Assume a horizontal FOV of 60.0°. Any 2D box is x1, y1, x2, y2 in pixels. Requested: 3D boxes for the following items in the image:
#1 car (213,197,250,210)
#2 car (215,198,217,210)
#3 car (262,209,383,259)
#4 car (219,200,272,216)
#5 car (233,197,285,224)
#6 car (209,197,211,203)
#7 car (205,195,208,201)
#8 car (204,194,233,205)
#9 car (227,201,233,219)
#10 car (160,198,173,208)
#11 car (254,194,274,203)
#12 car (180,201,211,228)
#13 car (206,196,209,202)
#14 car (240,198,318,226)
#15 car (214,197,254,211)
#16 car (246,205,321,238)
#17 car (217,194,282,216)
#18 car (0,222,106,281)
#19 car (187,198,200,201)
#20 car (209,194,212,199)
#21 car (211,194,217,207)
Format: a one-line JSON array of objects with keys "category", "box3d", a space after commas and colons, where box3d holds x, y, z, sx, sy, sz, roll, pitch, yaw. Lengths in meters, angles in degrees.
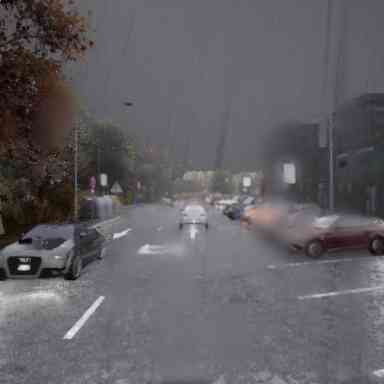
[{"category": "car", "box3d": [5.431, 1.534, 45.636, 4.553, 1.767, 2.185, 1, -1, -20]}, {"category": "car", "box3d": [5.218, 1.577, 30.562, 5.366, 1.575, 1.946, 1, 0, -20]}, {"category": "car", "box3d": [5.322, 1.558, 12.617, 4.674, 1.452, 2.002, 1, 0, -20]}, {"category": "car", "box3d": [5.378, 1.626, 33.619, 4.792, 1.488, 2.163, 1, 0, -20]}, {"category": "car", "box3d": [5.384, 1.422, 21.630, 4.553, 1.767, 2.185, 1, 0, -20]}, {"category": "car", "box3d": [5.475, 1.719, 48.644, 4.674, 1.452, 2.002, 1, 0, -20]}, {"category": "car", "box3d": [5.337, 1.767, 63.600, 5.366, 1.575, 1.946, 1, 0, -20]}, {"category": "car", "box3d": [5.537, 1.560, 69.694, 5.566, 2.045, 2.435, 1, -1, -20]}, {"category": "car", "box3d": [5.361, 1.598, 24.626, 4.674, 1.452, 2.002, 1, -1, -20]}, {"category": "car", "box3d": [-3.986, 1.746, 53.051, 1.812, 1.442, 4.674, 0, -1, 0]}, {"category": "car", "box3d": [18.533, 1.670, 85.661, 2.435, 2.045, 5.566, 0, 0, -21]}, {"category": "car", "box3d": [0.138, 1.591, 22.752, 1.812, 1.442, 4.674, 0, 0, 0]}, {"category": "car", "box3d": [5.487, 1.716, 54.656, 5.008, 1.535, 2.097, 1, -1, -20]}, {"category": "car", "box3d": [5.372, 1.411, 18.629, 4.553, 1.767, 2.185, 1, 0, -20]}, {"category": "car", "box3d": [5.418, 1.517, 42.635, 4.553, 1.767, 2.185, 1, -1, -20]}, {"category": "car", "box3d": [5.301, 1.556, 15.608, 4.792, 1.488, 2.163, 1, 0, -20]}, {"category": "car", "box3d": [5.368, 1.319, 27.605, 5.566, 2.045, 2.435, 1, 0, -20]}, {"category": "car", "box3d": [-3.941, 1.589, 9.806, 1.994, 1.385, 4.181, 0, 0, 0]}, {"category": "car", "box3d": [0.187, 1.498, 40.451, 2.097, 1.767, 4.553, 0, 0, 0]}, {"category": "car", "box3d": [5.519, 1.572, 51.653, 4.553, 1.767, 2.185, 1, 0, -20]}, {"category": "car", "box3d": [5.398, 1.360, 36.622, 5.566, 2.045, 2.435, 1, 0, -20]}]
